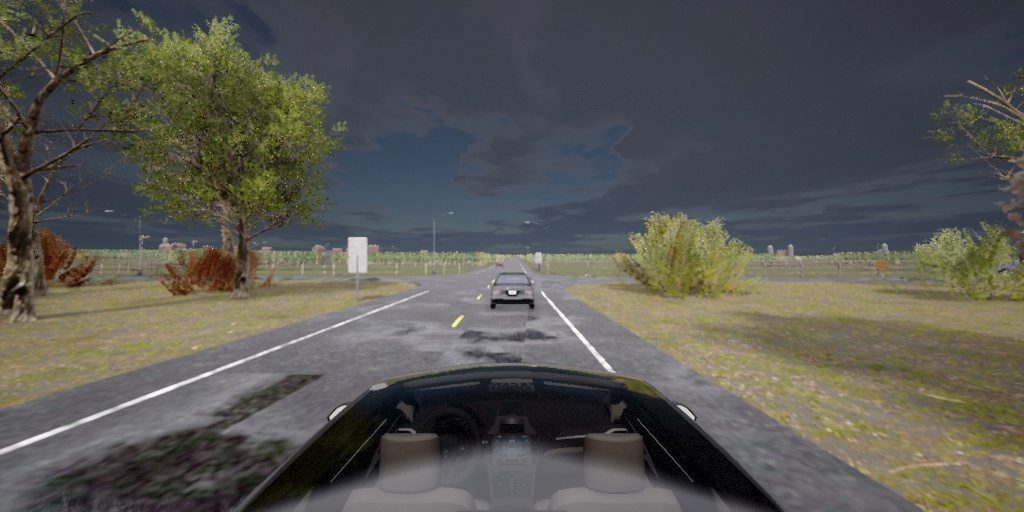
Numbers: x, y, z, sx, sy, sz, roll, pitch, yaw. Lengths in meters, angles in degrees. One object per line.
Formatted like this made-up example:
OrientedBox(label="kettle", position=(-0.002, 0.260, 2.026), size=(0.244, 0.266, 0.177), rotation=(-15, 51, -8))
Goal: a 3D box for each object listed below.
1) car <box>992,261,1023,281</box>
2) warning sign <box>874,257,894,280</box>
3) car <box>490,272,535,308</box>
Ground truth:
OrientedBox(label="car", position=(44.570, 1.202, 31.135), size=(4.553, 1.767, 2.097), rotation=(0, 0, 5))
OrientedBox(label="warning sign", position=(30.796, 1.024, 29.805), size=(1.060, 1.860, 1.300), rotation=(0, 0, 5))
OrientedBox(label="car", position=(0.024, 1.424, 15.824), size=(2.033, 1.411, 5.357), rotation=(0, 0, 0))
